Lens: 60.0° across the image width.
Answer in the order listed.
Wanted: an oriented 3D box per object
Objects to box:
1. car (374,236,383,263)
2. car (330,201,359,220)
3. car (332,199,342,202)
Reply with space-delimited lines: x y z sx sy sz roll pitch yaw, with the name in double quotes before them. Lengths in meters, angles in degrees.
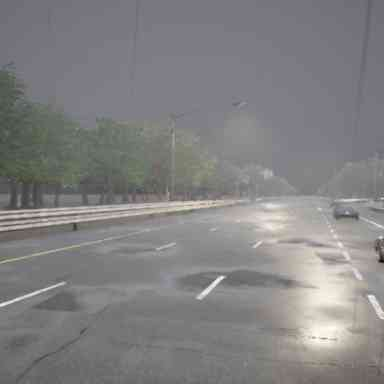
"car" 6.523 1.657 9.276 2.033 1.411 5.357 0 0 20
"car" 14.558 1.864 31.578 1.994 1.385 4.181 0 0 20
"car" 26.883 2.098 61.345 1.812 1.442 4.674 0 -1 30
